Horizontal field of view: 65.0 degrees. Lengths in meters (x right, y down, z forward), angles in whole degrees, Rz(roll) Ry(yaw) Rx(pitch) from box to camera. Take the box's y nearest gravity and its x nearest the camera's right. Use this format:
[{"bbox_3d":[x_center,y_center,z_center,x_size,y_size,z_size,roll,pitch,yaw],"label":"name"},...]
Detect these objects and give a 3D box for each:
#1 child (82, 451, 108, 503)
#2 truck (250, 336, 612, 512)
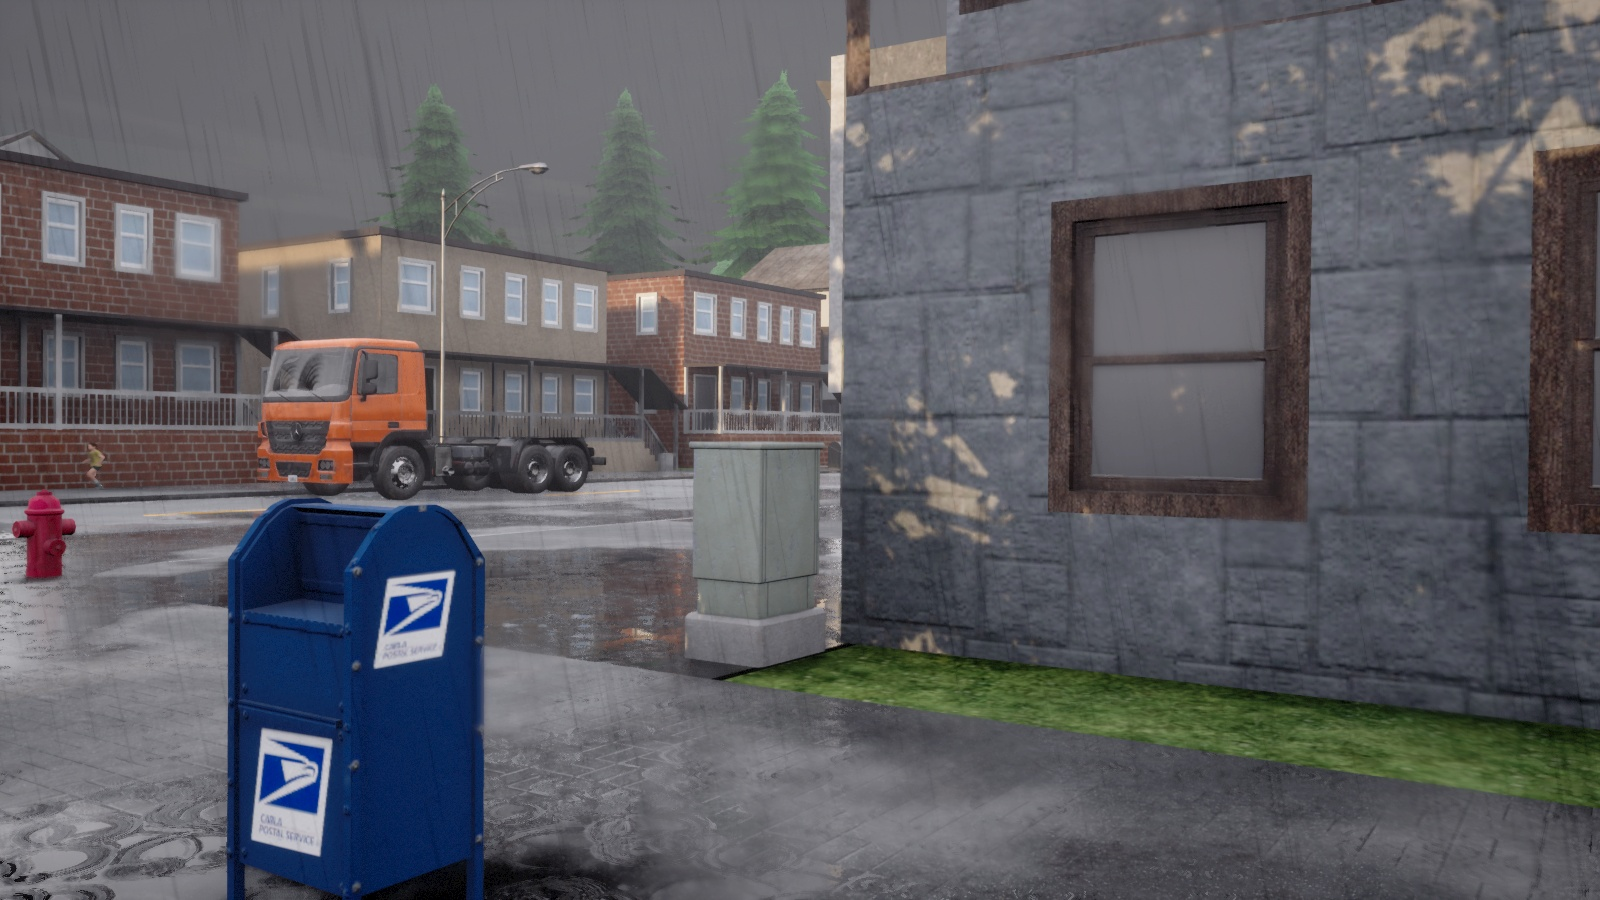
[{"bbox_3d":[-15.375,0.586,27.393,0.255,1.110,0.394,0,1,30],"label":"child"},{"bbox_3d":[-8.083,-0.570,28.753,2.891,3.462,7.936,0,1,33],"label":"truck"}]
